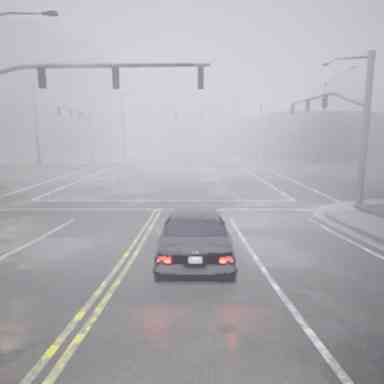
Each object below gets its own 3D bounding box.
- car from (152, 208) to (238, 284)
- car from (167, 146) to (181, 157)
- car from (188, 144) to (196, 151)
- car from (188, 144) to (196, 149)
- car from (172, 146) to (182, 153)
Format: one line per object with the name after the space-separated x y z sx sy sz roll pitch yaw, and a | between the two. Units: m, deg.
0.075 1.146 8.876 2.033 1.411 5.357 0 5 0 | car
-3.534 -7.286 61.107 1.812 1.442 4.674 0 10 1 | car
0.007 -10.940 81.477 2.097 1.767 4.553 0 10 0 | car
0.008 -12.503 91.524 1.994 1.385 4.181 0 10 0 | car
-3.494 -9.837 76.148 2.033 1.411 5.357 0 10 0 | car
